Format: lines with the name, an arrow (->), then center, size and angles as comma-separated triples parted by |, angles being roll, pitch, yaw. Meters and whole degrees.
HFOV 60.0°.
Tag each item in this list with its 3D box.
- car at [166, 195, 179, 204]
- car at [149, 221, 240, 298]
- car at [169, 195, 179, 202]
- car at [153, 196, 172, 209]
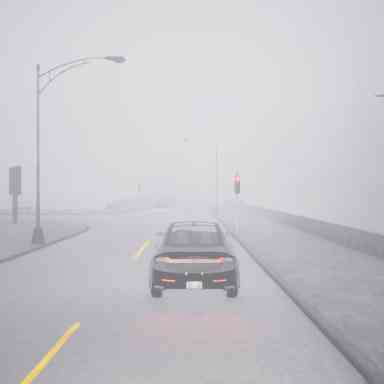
car -> -4.091, 1.351, 61.155 | 2.097, 1.767, 4.553 | 0, 0, 0
car -> 0.059, 1.491, 8.514 | 2.128, 1.511, 4.902 | 0, 0, 0
car -> -4.030, 1.535, 76.727 | 2.033, 1.411, 5.357 | 0, 0, 0
car -> -4.114, 1.563, 44.949 | 1.994, 1.385, 4.181 | 0, 0, 0
